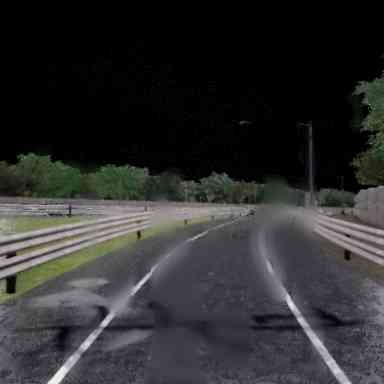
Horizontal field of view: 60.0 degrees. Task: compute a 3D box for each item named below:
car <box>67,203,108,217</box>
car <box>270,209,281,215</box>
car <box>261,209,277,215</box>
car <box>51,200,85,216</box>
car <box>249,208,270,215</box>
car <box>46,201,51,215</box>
[{"bbox_3d":[-13.236,2.492,43.208,1.895,1.301,4.718,-3,-5,44],"label":"car"},{"bbox_3d":[20.264,4.938,82.655,1.837,1.490,4.892,-3,-5,44],"label":"car"},{"bbox_3d":[20.253,5.258,87.657,1.812,1.442,4.674,-3,-5,44],"label":"car"},{"bbox_3d":[-15.743,2.225,45.668,2.150,2.045,5.566,-3,-5,44],"label":"car"},{"bbox_3d":[14.132,4.236,71.338,1.837,1.490,4.892,-3,-5,44],"label":"car"},{"bbox_3d":[-18.254,2.356,48.103,2.150,2.045,5.566,-3,-5,44],"label":"car"}]
